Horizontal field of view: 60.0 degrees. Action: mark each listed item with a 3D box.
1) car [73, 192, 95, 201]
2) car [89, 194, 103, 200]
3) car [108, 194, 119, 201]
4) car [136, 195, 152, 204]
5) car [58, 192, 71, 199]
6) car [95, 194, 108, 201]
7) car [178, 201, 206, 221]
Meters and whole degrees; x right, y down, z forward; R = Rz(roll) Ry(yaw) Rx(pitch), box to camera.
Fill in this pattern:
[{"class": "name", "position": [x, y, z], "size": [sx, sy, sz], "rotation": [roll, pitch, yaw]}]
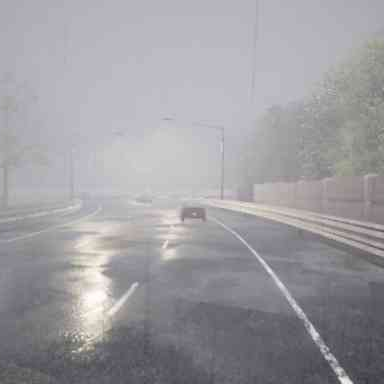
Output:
[{"class": "car", "position": [-24.367, 0.946, 74.643], "size": [2.150, 2.045, 5.566], "rotation": [1, 0, -34]}, {"class": "car", "position": [-25.381, 1.261, 87.677], "size": [1.994, 1.385, 4.181], "rotation": [1, 0, -42]}, {"class": "car", "position": [-18.956, 1.262, 79.132], "size": [1.882, 1.535, 5.008], "rotation": [1, 0, -35]}, {"class": "car", "position": [-8.759, 1.252, 60.300], "size": [2.097, 1.767, 4.553], "rotation": [1, 0, -24]}, {"class": "car", "position": [-31.118, 1.167, 83.626], "size": [2.128, 1.511, 4.902], "rotation": [1, 0, -42]}, {"class": "car", "position": [-21.901, 1.345, 77.239], "size": [1.895, 1.301, 4.718], "rotation": [1, 0, -35]}, {"class": "car", "position": [-0.077, 1.479, 26.944], "size": [1.882, 1.535, 5.008], "rotation": [1, 0, -6]}]
